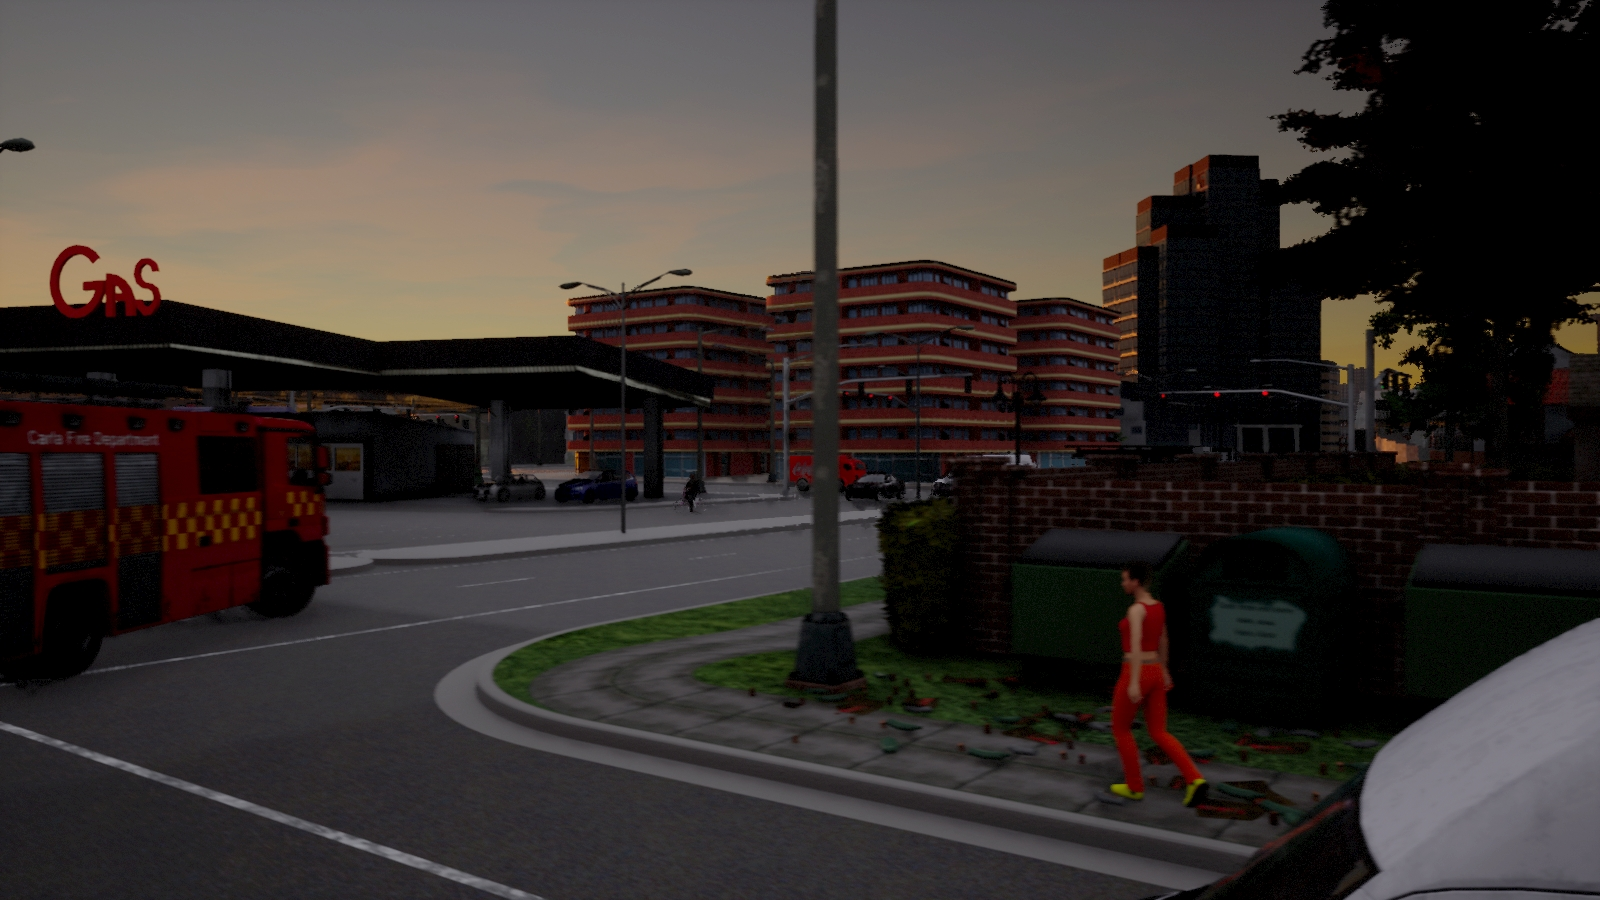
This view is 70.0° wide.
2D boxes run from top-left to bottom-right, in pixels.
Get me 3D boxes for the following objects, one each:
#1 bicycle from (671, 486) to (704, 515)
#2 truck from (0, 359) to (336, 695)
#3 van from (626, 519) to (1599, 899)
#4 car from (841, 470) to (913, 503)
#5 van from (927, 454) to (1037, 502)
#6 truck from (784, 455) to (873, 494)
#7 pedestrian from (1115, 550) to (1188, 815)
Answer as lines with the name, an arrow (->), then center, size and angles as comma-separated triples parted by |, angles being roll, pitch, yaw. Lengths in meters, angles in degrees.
bicycle -> -4.862, 2.200, 49.657 | 0.329, 1.196, 1.835 | 0, 0, 34
truck -> -10.308, 0.891, 16.967 | 2.891, 3.827, 8.468 | 0, 0, 4
van -> 2.564, 1.532, 1.982 | 5.915, 2.561, 1.988 | 0, 0, 35
car -> 4.271, 1.985, 62.692 | 2.097, 1.638, 5.238 | 0, 0, 26
van -> 10.082, 1.536, 63.275 | 5.915, 2.561, 1.988 | 0, -1, -26
truck -> 1.855, 1.572, 74.746 | 5.204, 2.467, 2.627 | 0, 0, 34
pedestrian -> 2.608, 1.696, 8.479 | 0.375, 1.860, 0.375 | 0, 0, -40
